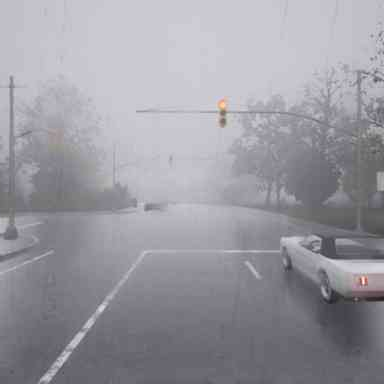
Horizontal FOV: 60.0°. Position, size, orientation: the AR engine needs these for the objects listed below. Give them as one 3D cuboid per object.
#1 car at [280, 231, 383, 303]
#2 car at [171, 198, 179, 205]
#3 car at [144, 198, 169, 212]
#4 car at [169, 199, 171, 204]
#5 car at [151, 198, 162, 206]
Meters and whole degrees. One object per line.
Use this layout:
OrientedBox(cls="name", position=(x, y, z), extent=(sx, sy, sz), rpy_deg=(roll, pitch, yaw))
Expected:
OrientedBox(cls="car", position=(3.602, 1.598, 8.129), extent=(1.895, 1.301, 4.718), rpy_deg=(0, 0, 0))
OrientedBox(cls="car", position=(-4.942, 2.222, 73.752), extent=(1.895, 1.301, 4.718), rpy_deg=(0, -1, -19))
OrientedBox(cls="car", position=(-4.192, 1.497, 38.455), extent=(1.882, 1.535, 5.008), rpy_deg=(0, 0, 3))
OrientedBox(cls="car", position=(-4.985, 1.705, 54.768), extent=(1.882, 1.535, 5.008), rpy_deg=(0, -1, -7))
OrientedBox(cls="car", position=(-7.495, 2.035, 69.806), extent=(1.882, 1.535, 5.008), rpy_deg=(0, -1, -13))
